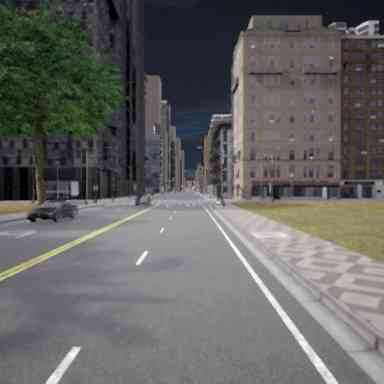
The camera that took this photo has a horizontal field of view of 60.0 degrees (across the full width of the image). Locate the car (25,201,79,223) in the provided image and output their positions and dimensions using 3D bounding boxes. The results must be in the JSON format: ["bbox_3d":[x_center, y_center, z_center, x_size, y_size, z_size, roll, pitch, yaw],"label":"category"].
[{"bbox_3d":[-9.857,1.335,24.005,2.033,1.411,5.357,0,0,0],"label":"car"}]

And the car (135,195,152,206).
[{"bbox_3d":[-6.514,1.164,45.005,1.837,1.490,4.892,0,0,0],"label":"car"}]
